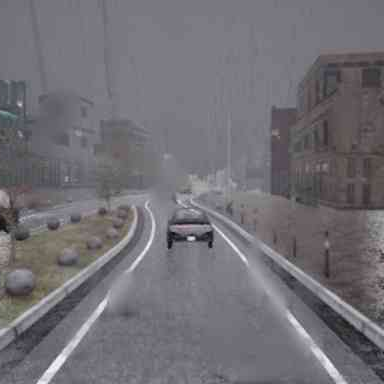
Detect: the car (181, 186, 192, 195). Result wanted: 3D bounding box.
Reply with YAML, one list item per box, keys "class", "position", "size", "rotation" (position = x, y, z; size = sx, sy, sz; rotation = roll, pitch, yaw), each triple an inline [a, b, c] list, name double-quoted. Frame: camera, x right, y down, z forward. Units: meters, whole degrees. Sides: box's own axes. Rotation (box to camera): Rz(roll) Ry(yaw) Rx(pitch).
- class: "car"
  position: [-1.363, -0.247, 54.812]
  size: [2.033, 1.411, 5.357]
  rotation: [1, 1, 14]

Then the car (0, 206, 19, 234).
- class: "car"
  position: [-9.911, 1.357, 15.127]
  size: [2.128, 1.511, 4.902]
  rotation: [0, 2, 4]

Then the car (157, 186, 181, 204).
- class: "car"
  position: [-2.357, 0.226, 31.891]
  size: [2.128, 1.511, 4.902]
  rotation: [0, 3, -3]

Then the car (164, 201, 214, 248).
- class: "car"
  position: [-0.175, 1.412, 14.561]
  size: [2.128, 1.511, 4.902]
  rotation: [0, 2, -4]
